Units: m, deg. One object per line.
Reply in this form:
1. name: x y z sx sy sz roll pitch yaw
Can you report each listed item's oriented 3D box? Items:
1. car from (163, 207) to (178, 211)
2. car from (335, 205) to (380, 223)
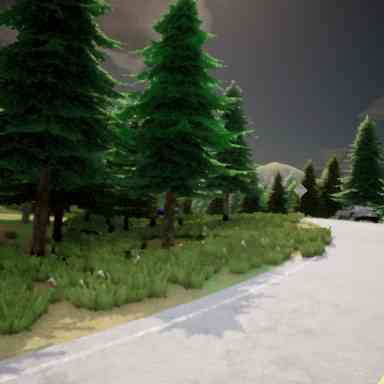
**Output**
1. car: -3.570 3.341 52.109 5.566 2.045 2.150 -4 -7 32
2. car: 13.571 1.772 27.546 1.994 1.385 4.181 4 -2 -1
